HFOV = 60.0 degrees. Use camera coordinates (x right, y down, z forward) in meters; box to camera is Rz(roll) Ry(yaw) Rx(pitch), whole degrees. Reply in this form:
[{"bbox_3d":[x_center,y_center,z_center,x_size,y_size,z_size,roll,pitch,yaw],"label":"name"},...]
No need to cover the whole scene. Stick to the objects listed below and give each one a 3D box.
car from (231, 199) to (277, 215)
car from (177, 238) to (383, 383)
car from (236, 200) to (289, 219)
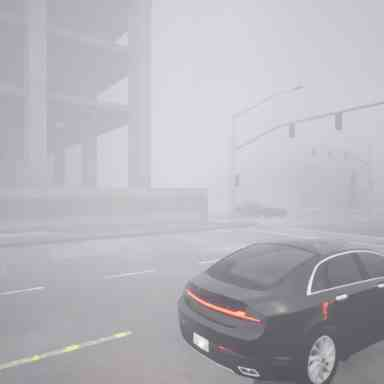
[{"bbox_3d":[6.355,1.522,34.555,1.812,1.442,4.674,0,0,-36],"label":"car"},{"bbox_3d":[2.088,1.504,5.280,4.892,1.490,1.837,0,0,-35],"label":"car"},{"bbox_3d":[6.034,1.597,29.025,1.895,1.301,4.718,0,0,-36],"label":"car"}]
